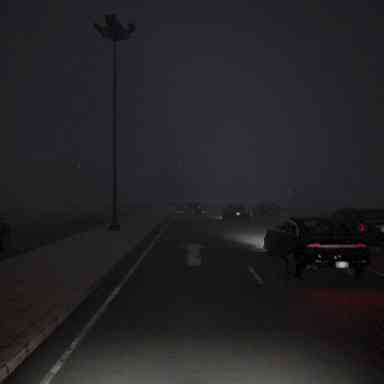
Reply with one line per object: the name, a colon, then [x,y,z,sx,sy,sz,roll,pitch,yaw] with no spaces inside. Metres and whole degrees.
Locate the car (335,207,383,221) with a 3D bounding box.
car: [7.099,1.417,14.410,2.097,1.767,4.553,0,0,0]

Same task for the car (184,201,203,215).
car: [0.093,1.688,36.225,1.812,1.442,4.674,0,0,0]

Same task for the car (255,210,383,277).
car: [3.597,1.538,10.391,2.128,1.511,4.902,0,0,0]

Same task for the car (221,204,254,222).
car: [3.594,1.689,27.956,1.994,1.385,4.181,0,0,0]

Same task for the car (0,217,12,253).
car: [-8.050,1.401,11.012,2.097,1.767,4.553,0,0,1]

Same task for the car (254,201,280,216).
car: [7.094,1.621,32.066,1.882,1.535,5.008,0,0,0]
